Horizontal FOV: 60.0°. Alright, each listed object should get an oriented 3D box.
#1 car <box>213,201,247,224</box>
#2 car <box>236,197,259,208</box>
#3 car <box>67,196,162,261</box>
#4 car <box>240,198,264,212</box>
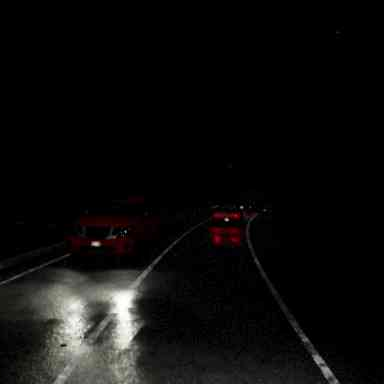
[{"bbox_3d":[2.804,1.610,24.756,1.895,1.301,4.718,1,0,11],"label":"car"},{"bbox_3d":[8.969,1.640,53.306,2.033,1.411,5.357,3,0,26],"label":"car"},{"bbox_3d":[-2.589,1.192,12.675,2.150,2.045,5.566,0,0,6],"label":"car"},{"bbox_3d":[7.605,1.626,41.205,1.812,1.442,4.674,2,0,20],"label":"car"}]
